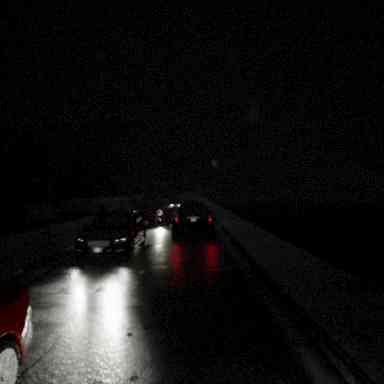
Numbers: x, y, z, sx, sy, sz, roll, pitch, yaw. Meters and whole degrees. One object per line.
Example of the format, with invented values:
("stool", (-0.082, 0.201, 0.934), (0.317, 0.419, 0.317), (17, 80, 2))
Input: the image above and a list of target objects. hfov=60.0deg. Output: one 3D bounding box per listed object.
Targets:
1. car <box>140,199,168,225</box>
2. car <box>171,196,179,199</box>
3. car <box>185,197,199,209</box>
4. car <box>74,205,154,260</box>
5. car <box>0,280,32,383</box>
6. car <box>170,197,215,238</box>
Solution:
("car", (-2.862, 1.334, 23.398), (2.097, 1.767, 4.553), (0, 0, 0))
("car", (-2.906, 1.483, 59.297), (2.033, 1.411, 5.357), (0, 0, 1))
("car", (0.005, 1.480, 45.023), (1.812, 1.442, 4.674), (0, 0, 0))
("car", (-2.865, 1.481, 12.528), (2.128, 1.511, 4.902), (0, 0, 0))
("car", (-2.852, 1.477, 1.963), (1.882, 1.535, 5.008), (0, 0, 0))
("car", (0.064, 1.338, 17.811), (2.097, 1.767, 4.553), (0, 0, 0))
